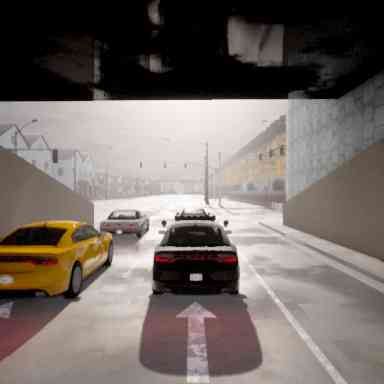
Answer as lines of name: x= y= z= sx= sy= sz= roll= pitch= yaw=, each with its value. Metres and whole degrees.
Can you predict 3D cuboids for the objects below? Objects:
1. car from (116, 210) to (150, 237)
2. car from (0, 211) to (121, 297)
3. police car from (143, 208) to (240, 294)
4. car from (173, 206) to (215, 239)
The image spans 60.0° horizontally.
car: x=-3.410 y=1.594 z=17.848 sx=1.895 sy=1.301 sz=4.718 roll=0 pitch=0 yaw=0
car: x=-3.412 y=1.474 z=8.606 sx=1.882 sy=1.535 sz=5.008 roll=0 pitch=0 yaw=0
police car: x=0.084 y=1.422 z=8.932 sx=1.930 sy=1.638 sz=5.238 roll=0 pitch=0 yaw=0
car: x=0.088 y=1.557 z=17.894 sx=1.994 sy=1.385 sz=4.181 roll=0 pitch=0 yaw=0
